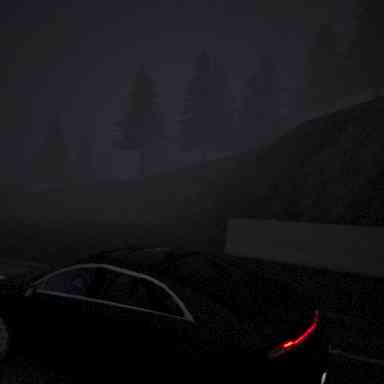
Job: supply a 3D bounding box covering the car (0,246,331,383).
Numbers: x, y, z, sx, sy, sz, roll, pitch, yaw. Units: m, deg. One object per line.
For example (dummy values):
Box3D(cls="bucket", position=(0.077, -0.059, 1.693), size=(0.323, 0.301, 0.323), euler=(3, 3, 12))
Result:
Box3D(cls="car", position=(-0.843, 1.495, 4.350), size=(4.902, 1.511, 2.128), euler=(0, 0, 32))
